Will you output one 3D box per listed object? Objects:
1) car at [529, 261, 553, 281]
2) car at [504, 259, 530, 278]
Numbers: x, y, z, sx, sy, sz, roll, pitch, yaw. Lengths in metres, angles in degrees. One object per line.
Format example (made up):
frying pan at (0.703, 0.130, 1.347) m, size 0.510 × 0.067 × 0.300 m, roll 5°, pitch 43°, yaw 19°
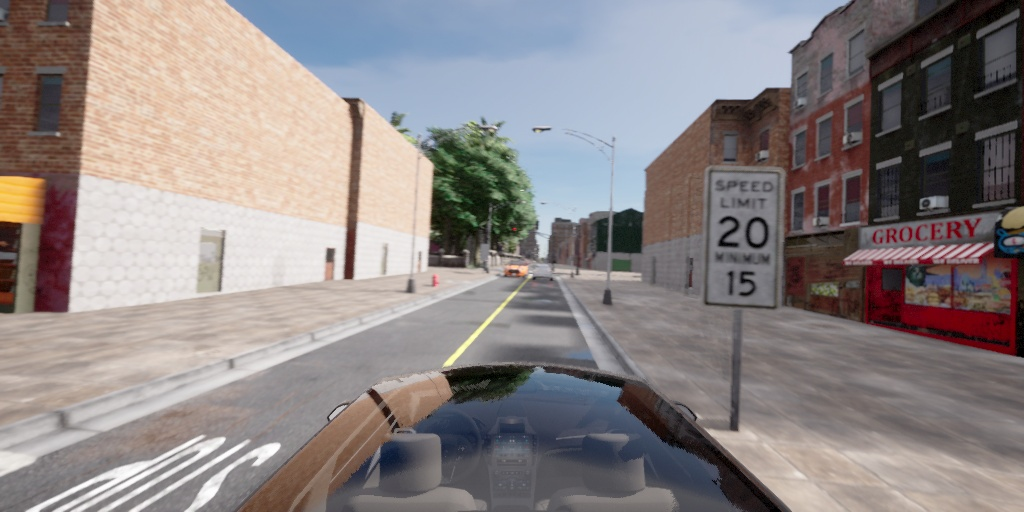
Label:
car at (2.889, 1.516, 33.630) m, size 1.812 × 1.442 × 4.674 m, roll 3°, pitch 0°, yaw 6°
car at (0.419, 1.235, 36.789) m, size 2.097 × 1.767 × 4.553 m, roll 3°, pitch 0°, yaw 6°
